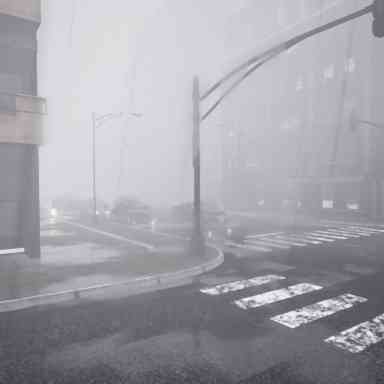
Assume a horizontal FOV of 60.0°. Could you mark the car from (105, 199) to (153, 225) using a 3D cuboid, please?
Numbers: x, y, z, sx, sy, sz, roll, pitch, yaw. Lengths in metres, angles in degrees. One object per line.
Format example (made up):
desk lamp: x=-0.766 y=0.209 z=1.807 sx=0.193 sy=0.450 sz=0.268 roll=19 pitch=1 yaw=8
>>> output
car: x=-4.421 y=1.509 z=24.191 sx=1.887 sy=1.381 sz=4.507 roll=-1 pitch=1 yaw=-35

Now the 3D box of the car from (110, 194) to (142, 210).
car: x=-7.993 y=1.158 z=39.748 sx=2.097 sy=1.767 sz=4.553 roll=-1 pitch=1 yaw=-35

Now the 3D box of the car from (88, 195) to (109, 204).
car: x=-15.585 y=1.217 z=55.292 sx=1.752 sy=1.417 sz=4.829 roll=-1 pitch=1 yaw=-35

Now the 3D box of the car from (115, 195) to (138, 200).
car: x=-5.494 y=1.374 z=30.519 sx=1.882 sy=1.535 sz=5.008 roll=-1 pitch=1 yaw=-35

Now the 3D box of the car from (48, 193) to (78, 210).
car: x=-15.915 y=1.313 z=41.037 sx=1.967 sy=1.590 sz=4.097 roll=-1 pitch=1 yaw=-35

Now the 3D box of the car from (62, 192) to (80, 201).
car: x=-25.187 y=0.935 z=69.171 sx=2.192 sy=1.841 sz=5.009 roll=-1 pitch=1 yaw=-35

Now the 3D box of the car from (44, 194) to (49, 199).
car: x=-34.978 y=1.075 z=83.335 sx=1.752 sy=1.417 sz=4.829 roll=-1 pitch=1 yaw=-35

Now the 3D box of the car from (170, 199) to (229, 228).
car: x=0.387 y=1.434 z=22.010 sx=2.128 sy=1.511 sz=4.902 roll=-1 pitch=1 yaw=-35

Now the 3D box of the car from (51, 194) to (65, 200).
car: x=-31.649 y=1.124 z=78.521 sx=2.008 sy=1.369 sz=4.403 roll=-1 pitch=1 yaw=-35

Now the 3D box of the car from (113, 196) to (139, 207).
car: x=-9.121 y=1.266 z=45.945 sx=1.752 sy=1.417 sz=4.829 roll=-1 pitch=1 yaw=-35

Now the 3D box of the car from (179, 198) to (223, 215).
car: x=0.756 y=1.360 z=31.846 sx=1.887 sy=1.381 sz=4.507 roll=-1 pitch=1 yaw=-35

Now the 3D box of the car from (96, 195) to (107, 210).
car: x=-11.492 y=1.397 z=39.205 sx=2.033 sy=1.411 sz=5.357 roll=-1 pitch=1 yaw=-35

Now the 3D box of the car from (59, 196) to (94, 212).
car: x=-12.682 y=1.448 z=36.364 sx=2.008 sy=1.369 sz=4.403 roll=-1 pitch=1 yaw=-35
